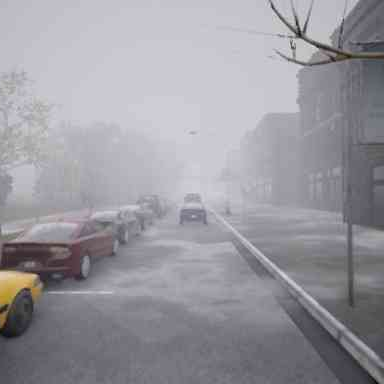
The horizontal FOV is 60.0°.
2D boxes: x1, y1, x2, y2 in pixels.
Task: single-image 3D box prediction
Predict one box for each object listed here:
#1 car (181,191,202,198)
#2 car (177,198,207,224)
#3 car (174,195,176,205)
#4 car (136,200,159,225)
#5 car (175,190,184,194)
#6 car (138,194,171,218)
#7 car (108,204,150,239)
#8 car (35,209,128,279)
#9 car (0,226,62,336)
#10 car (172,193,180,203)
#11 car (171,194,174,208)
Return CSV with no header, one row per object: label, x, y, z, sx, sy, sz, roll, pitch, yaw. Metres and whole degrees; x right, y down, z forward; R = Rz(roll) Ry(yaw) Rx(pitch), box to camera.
car,0.087,1.181,42.936,2.150,2.045,5.566,0,0,0
car,0.093,1.468,24.801,1.882,1.535,5.008,0,0,0
car,-3.675,1.499,43.482,2.163,1.488,4.792,-1,1,2
car,-3.658,1.492,21.270,2.097,1.535,5.008,0,0,2
car,-3.650,1.001,74.122,2.185,1.767,4.553,2,2,2
car,-3.659,1.211,30.223,2.435,2.045,5.566,0,0,2
car,-3.656,1.513,15.729,2.231,1.521,4.892,0,0,2
car,-3.655,1.513,10.173,2.097,1.535,5.008,0,0,2
car,-3.645,1.498,3.791,1.946,1.575,5.366,0,0,2
car,-3.660,1.404,54.729,1.946,1.575,5.366,0,1,2
car,-3.664,1.331,37.877,2.185,1.767,4.553,0,1,2
